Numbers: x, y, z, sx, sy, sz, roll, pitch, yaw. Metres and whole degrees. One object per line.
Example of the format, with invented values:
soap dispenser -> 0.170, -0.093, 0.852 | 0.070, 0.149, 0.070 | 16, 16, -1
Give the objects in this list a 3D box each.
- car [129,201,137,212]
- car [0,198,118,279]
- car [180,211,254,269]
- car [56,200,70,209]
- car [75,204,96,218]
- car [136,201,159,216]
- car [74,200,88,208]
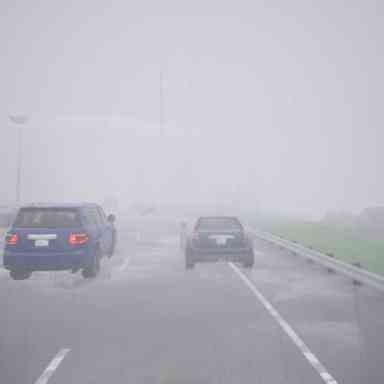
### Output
car -> -8.208, 2.074, 49.639 | 1.882, 1.535, 5.008 | 0, -1, -19
car -> -3.831, 1.353, 10.660 | 2.150, 2.045, 5.566 | 0, -1, -5
car -> 0.696, 1.493, 11.927 | 2.097, 1.767, 4.553 | 0, -1, -5
car -> -23.144, 2.216, 59.435 | 2.128, 1.511, 4.902 | 0, -1, -24
car -> -11.526, 2.042, 36.324 | 1.895, 1.301, 4.718 | 0, -1, -14
car -> -5.048, 1.989, 38.642 | 1.812, 1.442, 4.674 | 0, -1, -14
car -> -21.445, 2.307, 64.212 | 1.812, 1.442, 4.674 | 0, -1, -26
